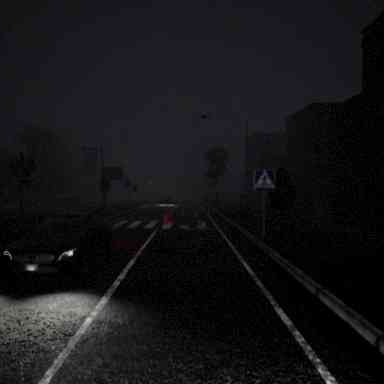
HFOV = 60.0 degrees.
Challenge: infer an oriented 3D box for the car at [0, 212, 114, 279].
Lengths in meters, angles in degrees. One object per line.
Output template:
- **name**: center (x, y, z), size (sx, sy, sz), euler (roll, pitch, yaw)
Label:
- **car**: center (-3.465, 1.323, 9.450), size (1.812, 1.442, 4.674), euler (0, 1, -1)

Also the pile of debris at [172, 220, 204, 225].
- **pile of debris**: center (-0.245, 1.872, 20.258), size (1.860, 0.140, 1.500), euler (0, 0, -1)

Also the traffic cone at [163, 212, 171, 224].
- **traffic cone**: center (-1.620, 1.661, 20.236), size (0.340, 0.580, 0.340), euler (0, 0, -1)

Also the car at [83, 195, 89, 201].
- **car**: center (-22.614, 1.085, 62.124), size (5.008, 1.535, 2.097), euler (0, 0, -1)

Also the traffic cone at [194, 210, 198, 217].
- **traffic cone**: center (0.311, 1.654, 26.259), size (0.340, 0.580, 0.340), euler (0, 0, -1)

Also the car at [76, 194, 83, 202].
- **car**: center (-22.573, 1.090, 58.851), size (4.892, 1.521, 2.231), euler (0, 0, -1)

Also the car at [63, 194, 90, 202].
- **car**: center (-22.634, 1.121, 65.272), size (4.674, 1.452, 2.002), euler (0, 0, -1)

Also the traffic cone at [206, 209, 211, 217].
- **traffic cone**: center (1.311, 1.655, 26.270), size (0.340, 0.580, 0.340), euler (0, 0, 0)

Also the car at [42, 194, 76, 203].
- **car**: center (-22.546, 1.133, 55.575), size (4.674, 1.452, 2.002), euler (0, 0, 0)

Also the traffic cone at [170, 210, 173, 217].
- **traffic cone**: center (-1.642, 1.657, 22.237), size (0.340, 0.580, 0.340), euler (0, 0, -1)

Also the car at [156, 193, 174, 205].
- **car**: center (-3.881, 1.211, 51.193), size (2.033, 1.411, 5.357), euler (0, 0, 0)

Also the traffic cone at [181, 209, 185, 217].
- **traffic cone**: center (-0.688, 1.653, 26.248), size (0.340, 0.580, 0.340), euler (0, 0, -1)
